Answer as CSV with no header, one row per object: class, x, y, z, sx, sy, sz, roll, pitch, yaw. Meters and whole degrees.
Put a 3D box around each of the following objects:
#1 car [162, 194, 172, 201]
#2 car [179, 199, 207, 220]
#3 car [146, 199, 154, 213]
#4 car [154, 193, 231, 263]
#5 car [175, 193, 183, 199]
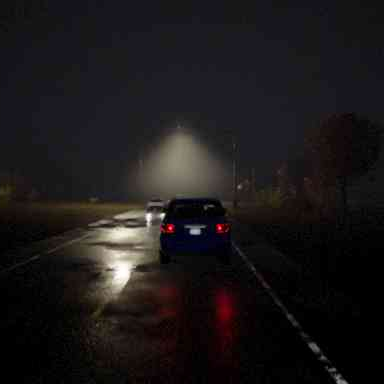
car,-5.802,1.193,76.175,1.994,1.385,4.181,0,0,-7
car,0.099,1.374,28.104,2.128,1.511,4.902,0,0,0
car,-3.589,1.384,34.633,1.812,1.442,4.674,0,0,0
car,0.096,1.171,11.899,2.150,2.045,5.566,0,0,0
car,-3.431,1.070,87.814,2.128,1.511,4.902,0,0,0
